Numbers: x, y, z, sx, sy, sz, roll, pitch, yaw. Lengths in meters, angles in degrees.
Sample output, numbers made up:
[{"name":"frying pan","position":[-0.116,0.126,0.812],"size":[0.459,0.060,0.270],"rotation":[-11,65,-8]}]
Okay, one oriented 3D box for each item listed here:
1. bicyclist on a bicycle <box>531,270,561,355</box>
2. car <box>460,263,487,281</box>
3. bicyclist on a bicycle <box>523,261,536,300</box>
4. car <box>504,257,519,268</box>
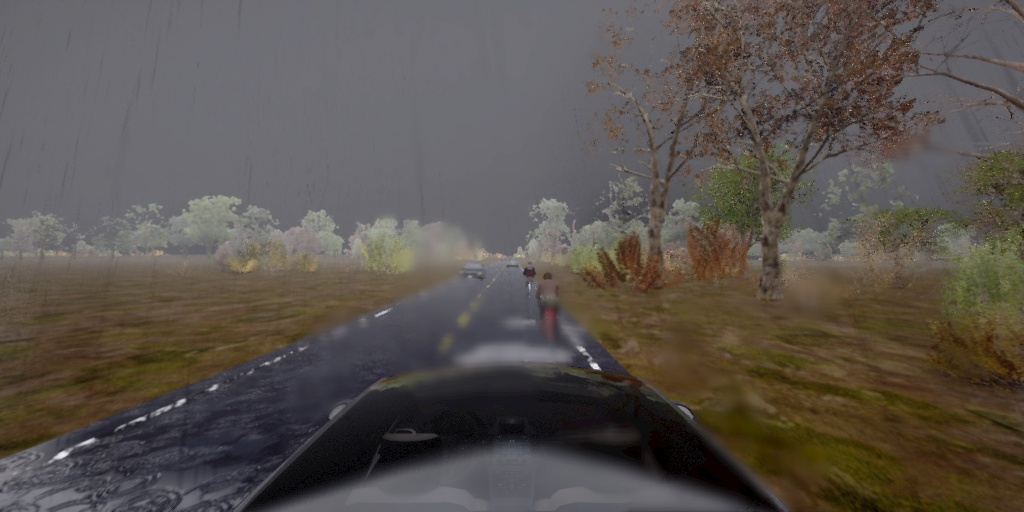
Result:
[{"name":"bicyclist on a bicycle","position":[0.814,1.197,7.725],"size":[0.582,1.620,1.656],"rotation":[-1,0,0]},{"name":"car","position":[-3.101,1.268,29.927],"size":[2.033,1.411,5.357],"rotation":[0,0,0]},{"name":"bicyclist on a bicycle","position":[0.818,1.107,16.490],"size":[0.659,1.776,1.843],"rotation":[-1,0,0]},{"name":"car","position":[0.104,1.260,61.155],"size":[1.994,1.385,4.181],"rotation":[0,0,0]}]
